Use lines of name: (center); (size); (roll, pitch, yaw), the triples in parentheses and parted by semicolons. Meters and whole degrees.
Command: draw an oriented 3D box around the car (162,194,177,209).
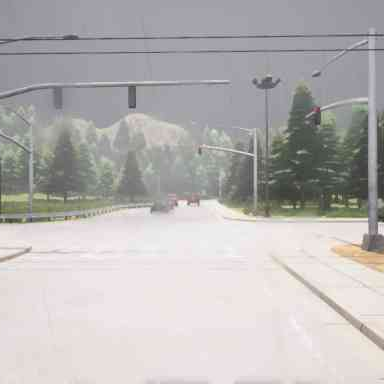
car: (-3.554, 1.485, 44.688); (2.097, 1.767, 4.553); (0, 0, 0)

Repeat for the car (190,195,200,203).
car: (0.636, 1.537, 73.380); (2.097, 1.767, 4.553); (0, 0, 2)

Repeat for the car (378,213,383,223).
car: (15.196, 1.554, 22.024); (5.357, 1.411, 2.033); (0, 0, 1)

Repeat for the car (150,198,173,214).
car: (-3.573, 1.716, 37.566); (1.895, 1.301, 4.718); (0, 0, 0)

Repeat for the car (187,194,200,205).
car: (0.296, 1.374, 60.522); (2.150, 2.045, 5.566); (0, 0, 2)
